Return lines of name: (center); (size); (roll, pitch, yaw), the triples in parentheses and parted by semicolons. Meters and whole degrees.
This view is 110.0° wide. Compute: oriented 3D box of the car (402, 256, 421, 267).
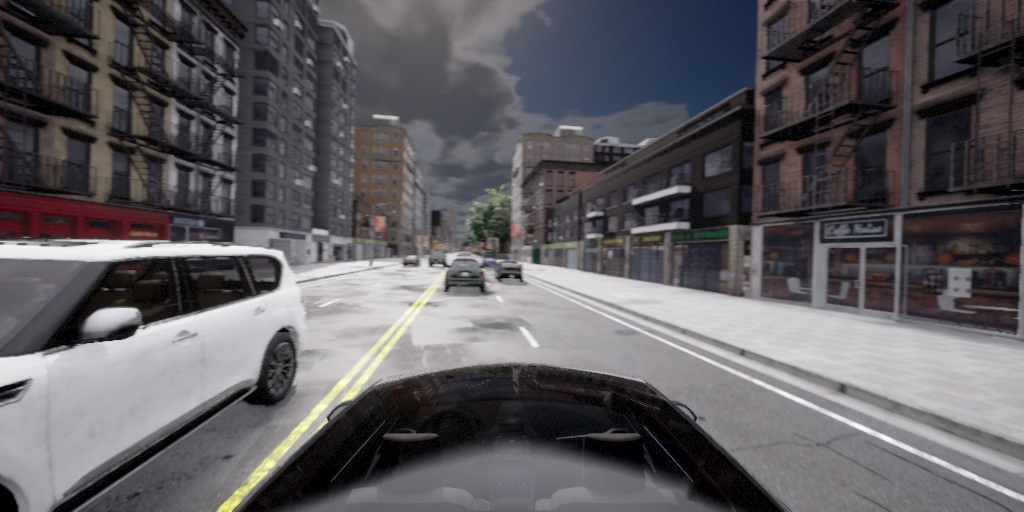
car: (-12.941, 0.653, 46.473); (2.033, 1.411, 5.357); (2, 0, -7)

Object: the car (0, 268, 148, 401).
car: (-7.206, 1.015, 3.888); (1.882, 1.535, 5.008); (2, 0, -8)

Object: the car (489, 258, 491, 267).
car: (-2.896, 0.917, 46.102); (1.812, 1.442, 4.674); (2, 1, -8)

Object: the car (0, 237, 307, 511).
car: (-3.799, 0.859, 2.986); (2.150, 2.045, 5.566); (2, 0, -8)

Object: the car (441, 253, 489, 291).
car: (-2.641, 0.918, 20.111); (2.097, 1.767, 4.553); (2, 0, -8)

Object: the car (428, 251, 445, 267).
car: (-9.747, 0.415, 47.179); (2.150, 2.045, 5.566); (2, 0, -7)

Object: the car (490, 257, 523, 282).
car: (-0.316, 1.095, 26.901); (1.837, 1.490, 4.892); (2, 1, -7)

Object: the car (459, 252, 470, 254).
car: (-6.722, 0.477, 50.315); (2.150, 2.045, 5.566); (2, 0, -8)
